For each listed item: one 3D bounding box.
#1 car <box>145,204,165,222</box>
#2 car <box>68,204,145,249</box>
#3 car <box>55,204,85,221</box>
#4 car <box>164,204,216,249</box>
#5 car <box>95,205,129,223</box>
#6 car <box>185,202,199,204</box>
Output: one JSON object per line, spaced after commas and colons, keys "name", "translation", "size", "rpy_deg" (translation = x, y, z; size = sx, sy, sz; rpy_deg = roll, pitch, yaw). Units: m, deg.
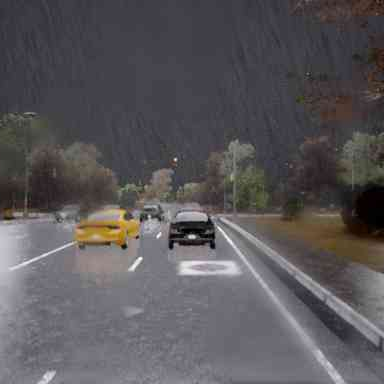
{"name": "car", "translation": [-3.501, 1.838, 29.696], "size": [1.837, 1.490, 4.892], "rpy_deg": [0, -2, 0]}
{"name": "car", "translation": [-3.501, 1.502, 14.672], "size": [1.882, 1.535, 5.008], "rpy_deg": [0, 0, 0]}
{"name": "car", "translation": [-10.501, 1.841, 29.697], "size": [2.128, 1.511, 4.902], "rpy_deg": [0, -2, 0]}
{"name": "car", "translation": [-0.001, 1.502, 14.672], "size": [1.882, 1.535, 5.008], "rpy_deg": [0, 0, 0]}
{"name": "car", "translation": [-7.001, 1.881, 29.695], "size": [1.837, 1.490, 4.892], "rpy_deg": [0, -2, 0]}
{"name": "car", "translation": [-0.001, 1.687, 29.672], "size": [2.097, 1.767, 4.553], "rpy_deg": [0, -2, 0]}
